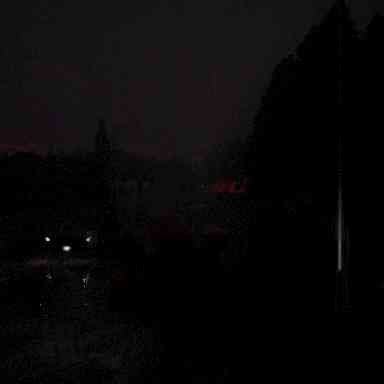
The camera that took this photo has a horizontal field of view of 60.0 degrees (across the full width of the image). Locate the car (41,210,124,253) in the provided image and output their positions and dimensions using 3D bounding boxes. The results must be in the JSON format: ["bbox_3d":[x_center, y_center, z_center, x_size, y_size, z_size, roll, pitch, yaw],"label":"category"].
[{"bbox_3d":[-4.089,1.438,13.507,2.033,1.411,5.357,0,0,0],"label":"car"}]
